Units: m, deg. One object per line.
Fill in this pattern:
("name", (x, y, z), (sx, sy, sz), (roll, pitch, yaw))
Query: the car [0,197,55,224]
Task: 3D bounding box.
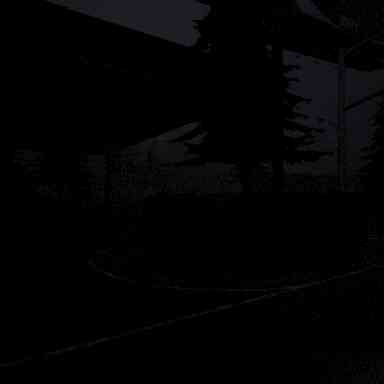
("car", (-11.923, 1.313, 23.512), (3.866, 1.878, 1.905), (0, 0, -36))
